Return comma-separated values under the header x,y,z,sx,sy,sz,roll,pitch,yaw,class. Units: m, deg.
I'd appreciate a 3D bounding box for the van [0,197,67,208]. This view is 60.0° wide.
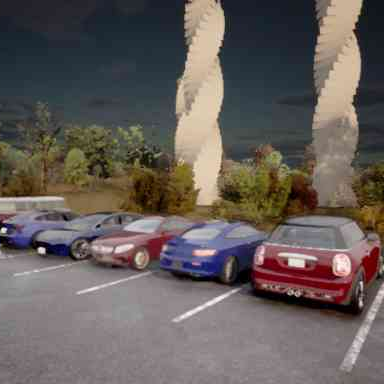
x,y,z,sx,sy,sz,roll,pitch,yaw,class
-7.920,1.240,16.156,1.878,1.987,4.442,0,0,36,van

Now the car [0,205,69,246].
x,y,z,sx,sy,sz,roll,pitch,yaw,class
-5.731,1.505,14.488,2.163,1.488,4.792,0,0,35,car

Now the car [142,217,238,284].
x,y,z,sx,sy,sz,roll,pitch,yaw,class
0.979,1.527,9.663,2.002,1.452,4.674,0,0,35,car

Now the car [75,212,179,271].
x,y,z,sx,sy,sz,roll,pitch,yaw,class
-1.260,1.527,11.266,2.002,1.452,4.674,0,0,35,car

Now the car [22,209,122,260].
x,y,z,sx,sy,sz,roll,pitch,yaw,class
-3.524,1.514,12.842,2.163,1.488,4.792,0,0,36,car

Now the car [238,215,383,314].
x,y,z,sx,sy,sz,roll,pitch,yaw,class
3.211,1.361,8.037,2.185,1.767,4.553,0,0,35,car
